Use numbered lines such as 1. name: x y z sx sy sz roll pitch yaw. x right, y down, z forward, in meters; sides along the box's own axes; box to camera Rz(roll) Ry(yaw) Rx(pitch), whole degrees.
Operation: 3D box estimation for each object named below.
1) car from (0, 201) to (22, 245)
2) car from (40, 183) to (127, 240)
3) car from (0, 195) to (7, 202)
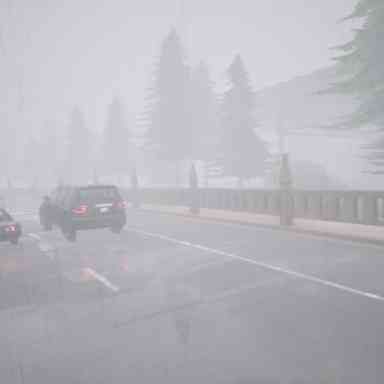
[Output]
1. car: -7.858 1.262 12.464 1.895 1.301 4.718 -4 4 -37
2. car: -4.791 0.683 14.146 2.150 2.045 5.566 -4 4 -37
3. car: -17.175 0.737 27.786 5.008 1.535 1.882 0 4 43
